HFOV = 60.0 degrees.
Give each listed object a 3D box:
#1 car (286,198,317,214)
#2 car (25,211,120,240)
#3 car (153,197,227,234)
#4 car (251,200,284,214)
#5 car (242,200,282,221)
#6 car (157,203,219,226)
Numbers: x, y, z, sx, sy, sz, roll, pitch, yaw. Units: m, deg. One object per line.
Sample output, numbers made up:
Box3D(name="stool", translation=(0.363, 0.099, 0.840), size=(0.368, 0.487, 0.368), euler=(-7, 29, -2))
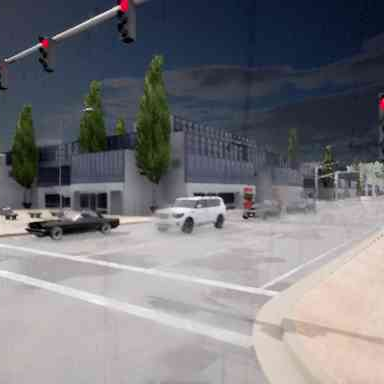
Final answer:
Box3D(name="car", translation=(11.991, 1.444, 36.390), size=(2.097, 1.767, 4.553), euler=(-1, 0, 37))
Box3D(name="car", translation=(-6.302, 1.719, 17.968), size=(1.895, 1.301, 4.718), euler=(-1, 0, 39))
Box3D(name="car", translation=(0.037, 1.313, 20.503), size=(2.150, 2.045, 5.566), euler=(-1, 0, 37))
Box3D(name="car", translation=(8.688, 1.644, 37.817), size=(1.812, 1.442, 4.674), euler=(-1, 0, 38))
Box3D(name="car", translation=(5.948, 1.656, 28.362), size=(1.994, 1.385, 4.181), euler=(-1, 0, 37))
Box3D(name="car", translation=(-0.142, 1.666, 26.093), size=(2.033, 1.411, 5.357), euler=(-1, 0, 37))
